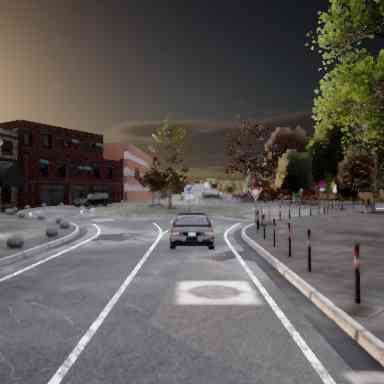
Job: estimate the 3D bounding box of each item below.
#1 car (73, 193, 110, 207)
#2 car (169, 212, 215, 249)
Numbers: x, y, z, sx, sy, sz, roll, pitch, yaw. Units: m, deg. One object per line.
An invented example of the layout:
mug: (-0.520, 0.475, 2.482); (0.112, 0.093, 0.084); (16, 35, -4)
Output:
car: (-13.879, 1.134, 46.235); (2.150, 2.045, 5.566); (0, 0, 28)
car: (0.000, 1.595, 14.652); (2.033, 1.411, 5.357); (0, 0, 0)
